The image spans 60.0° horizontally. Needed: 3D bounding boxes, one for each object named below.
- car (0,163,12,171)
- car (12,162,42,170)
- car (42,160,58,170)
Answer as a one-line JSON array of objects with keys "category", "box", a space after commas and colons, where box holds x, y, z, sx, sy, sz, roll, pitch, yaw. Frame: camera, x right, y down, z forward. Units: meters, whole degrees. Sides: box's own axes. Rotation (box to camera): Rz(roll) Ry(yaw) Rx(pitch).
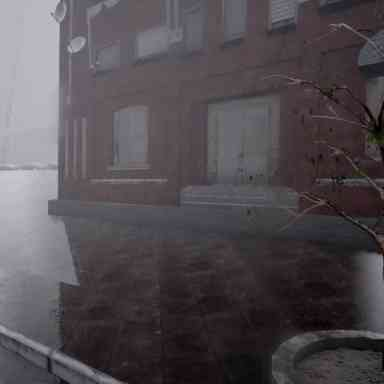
[{"category": "car", "box": [-26.622, -3.431, 48.317, 4.674, 1.452, 2.002, 1, 1, 28]}, {"category": "car", "box": [-21.789, -3.369, 45.860, 4.892, 1.521, 2.231, 1, 1, 27]}, {"category": "car", "box": [-16.708, -3.372, 43.419, 4.553, 1.767, 2.185, 1, 1, 26]}]
